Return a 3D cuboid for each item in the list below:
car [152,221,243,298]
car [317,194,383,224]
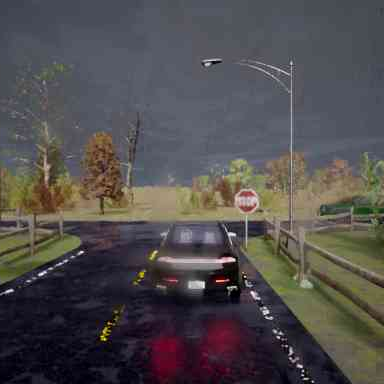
[{"bbox_3d":[0.152,1.492,8.515,2.128,1.511,4.902,0,0,2],"label":"car"},{"bbox_3d":[12.055,1.192,24.189,5.566,2.045,2.150,0,0,1],"label":"car"}]
